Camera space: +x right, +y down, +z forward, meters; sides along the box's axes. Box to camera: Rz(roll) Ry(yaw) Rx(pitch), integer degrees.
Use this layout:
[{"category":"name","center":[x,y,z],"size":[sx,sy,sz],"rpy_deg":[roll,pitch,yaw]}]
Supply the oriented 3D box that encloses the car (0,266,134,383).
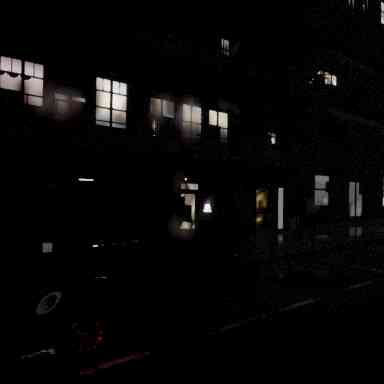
[{"category":"car","center":[-2.794,1.525,1.380],"size":[4.674,1.442,1.812],"rpy_deg":[0,0,-36]}]

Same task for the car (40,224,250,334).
[{"category":"car","center":[-0.942,1.441,5.876],"size":[4.097,1.590,1.967],"rpy_deg":[0,1,-36]}]
